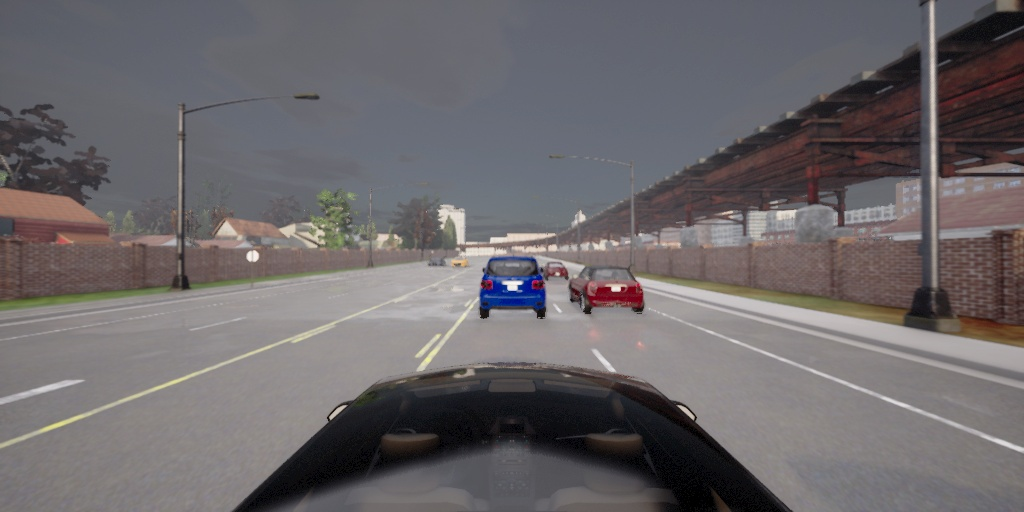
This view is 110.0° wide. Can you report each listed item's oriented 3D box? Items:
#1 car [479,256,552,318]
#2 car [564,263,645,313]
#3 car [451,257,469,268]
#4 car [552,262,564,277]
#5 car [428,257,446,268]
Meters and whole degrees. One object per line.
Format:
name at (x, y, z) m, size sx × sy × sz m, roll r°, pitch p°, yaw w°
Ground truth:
car at (0.037, 1.007, 13.262) m, size 2.150 × 2.045 × 5.566 m, roll 0°, pitch 0°, yaw 0°
car at (3.549, 1.134, 14.276) m, size 2.097 × 1.767 × 4.553 m, roll 0°, pitch 0°, yaw 1°
car at (-7.075, 0.833, 48.994) m, size 1.882 × 1.535 × 5.008 m, roll 0°, pitch 1°, yaw 0°
car at (3.561, 1.187, 29.982) m, size 1.812 × 1.442 × 4.674 m, roll 0°, pitch 1°, yaw 1°
car at (-10.575, 0.891, 50.687) m, size 1.994 × 1.385 × 4.181 m, roll 0°, pitch 1°, yaw 0°
